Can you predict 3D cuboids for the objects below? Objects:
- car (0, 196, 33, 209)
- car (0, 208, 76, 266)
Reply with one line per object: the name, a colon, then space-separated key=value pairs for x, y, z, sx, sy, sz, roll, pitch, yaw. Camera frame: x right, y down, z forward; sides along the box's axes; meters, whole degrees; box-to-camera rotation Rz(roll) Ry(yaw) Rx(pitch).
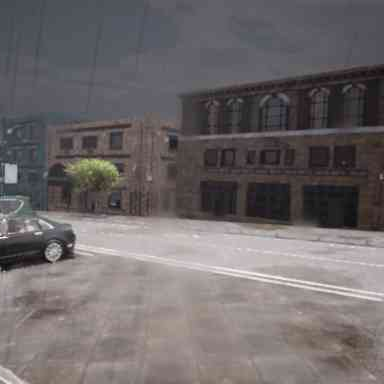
car: x=-8.030 y=1.153 z=11.099 sx=2.435 sy=2.045 sz=5.566 roll=0 pitch=0 yaw=36
car: x=-5.731 y=1.416 z=9.500 sx=2.231 sy=1.521 sz=4.892 roll=0 pitch=0 yaw=36
